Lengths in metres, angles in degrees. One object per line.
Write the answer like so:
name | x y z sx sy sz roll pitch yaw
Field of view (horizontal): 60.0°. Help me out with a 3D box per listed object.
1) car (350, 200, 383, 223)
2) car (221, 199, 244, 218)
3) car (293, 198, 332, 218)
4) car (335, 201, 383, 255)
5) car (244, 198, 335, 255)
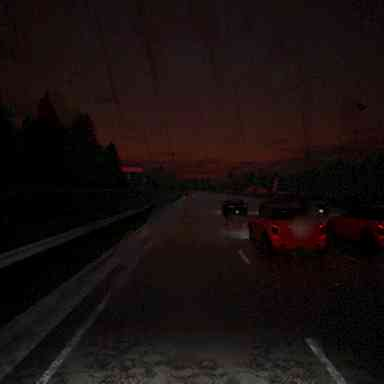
car | 14.035 1.404 24.758 2.033 1.411 5.357 0 0 1
car | 3.561 1.327 28.488 2.128 1.511 4.902 0 0 0
car | 10.565 1.355 29.489 1.812 1.442 4.674 0 0 0
car | 7.062 1.275 13.085 2.097 1.767 4.553 0 0 0
car | 3.562 1.274 13.159 2.097 1.767 4.553 0 0 0
